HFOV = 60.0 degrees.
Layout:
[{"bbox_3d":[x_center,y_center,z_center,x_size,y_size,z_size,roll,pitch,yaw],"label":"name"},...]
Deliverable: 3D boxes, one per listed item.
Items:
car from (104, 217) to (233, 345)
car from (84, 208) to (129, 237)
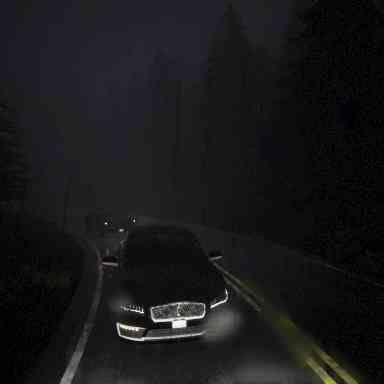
[{"bbox_3d":[-0.641,1.494,6.775,1.837,1.490,4.892,-1,0,-11],"label":"car"},{"bbox_3d":[-4.618,1.609,18.512,1.895,1.301,4.718,-3,1,-29],"label":"car"}]
